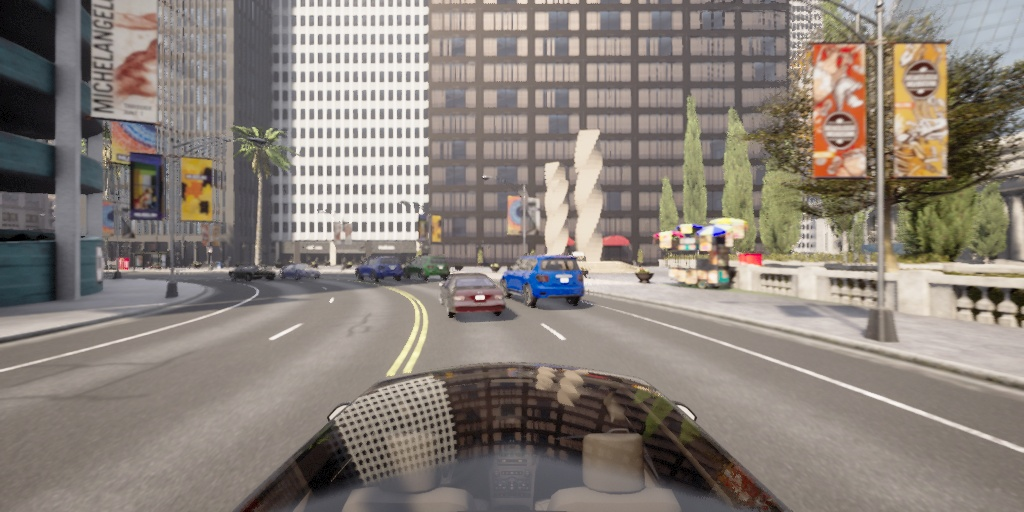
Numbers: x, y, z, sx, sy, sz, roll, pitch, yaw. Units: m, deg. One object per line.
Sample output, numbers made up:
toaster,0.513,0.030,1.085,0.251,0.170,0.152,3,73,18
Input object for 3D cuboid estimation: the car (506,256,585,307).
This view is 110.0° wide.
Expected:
car,1.152,1.005,15.905,2.150,2.045,5.566,0,0,-17

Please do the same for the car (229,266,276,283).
car,-21.549,1.468,29.786,4.718,1.301,1.895,0,0,34

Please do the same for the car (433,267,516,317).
car,-1.651,1.331,13.425,2.033,1.411,5.357,0,0,-15

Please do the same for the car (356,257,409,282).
car,-11.194,1.068,30.156,2.150,2.045,5.566,0,0,-43

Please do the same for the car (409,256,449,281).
car,-7.545,1.063,31.287,2.150,2.045,5.566,0,0,-40

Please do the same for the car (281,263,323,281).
car,-18.970,1.393,32.108,4.674,1.442,1.812,0,0,35
